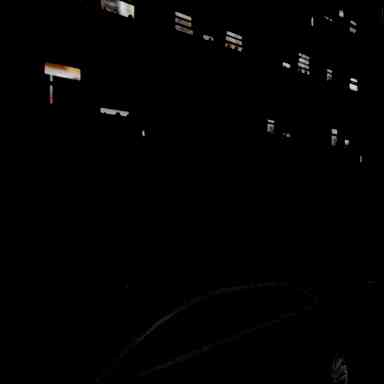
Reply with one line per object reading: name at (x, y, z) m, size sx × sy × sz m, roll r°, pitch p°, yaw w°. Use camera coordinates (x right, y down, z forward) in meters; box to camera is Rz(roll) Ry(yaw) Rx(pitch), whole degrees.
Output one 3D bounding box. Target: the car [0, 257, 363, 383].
car at (-0.302, 1.491, 3.164) m, size 4.902 × 1.511 × 2.128 m, roll 0°, pitch 0°, yaw -36°
